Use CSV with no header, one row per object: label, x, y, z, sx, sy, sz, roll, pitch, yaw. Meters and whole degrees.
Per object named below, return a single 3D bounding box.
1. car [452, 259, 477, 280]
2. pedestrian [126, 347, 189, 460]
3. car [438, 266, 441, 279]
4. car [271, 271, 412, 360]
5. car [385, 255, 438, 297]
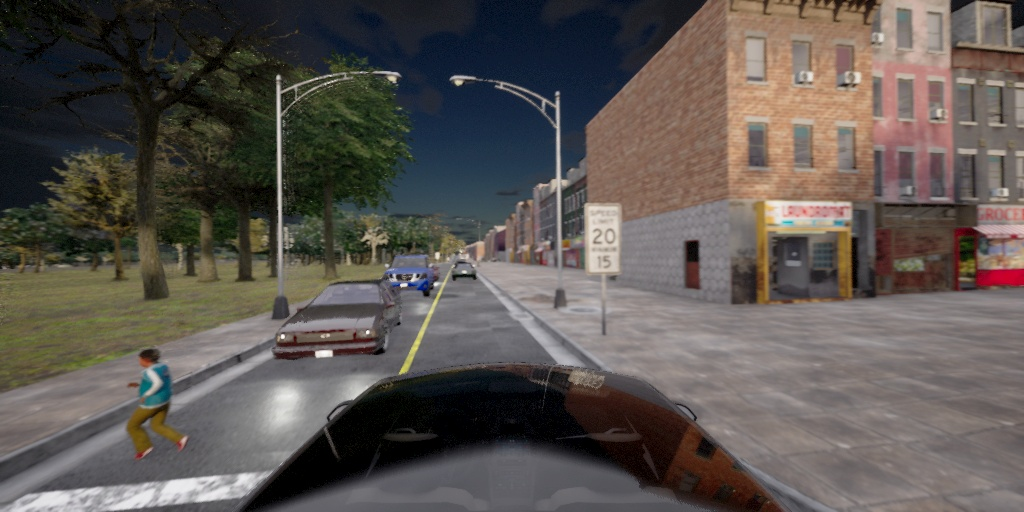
car,-4.068,1.239,30.484,1.994,1.385,4.181,-1,0,-9
pedestrian,-3.577,1.473,3.625,0.500,1.100,0.500,0,0,-9
car,-6.813,1.239,28.980,1.812,1.442,4.674,-1,0,-9
car,-3.814,1.316,8.887,2.033,1.411,5.357,-1,0,-11
car,-5.307,0.953,18.967,2.150,2.045,5.566,-1,0,-9
